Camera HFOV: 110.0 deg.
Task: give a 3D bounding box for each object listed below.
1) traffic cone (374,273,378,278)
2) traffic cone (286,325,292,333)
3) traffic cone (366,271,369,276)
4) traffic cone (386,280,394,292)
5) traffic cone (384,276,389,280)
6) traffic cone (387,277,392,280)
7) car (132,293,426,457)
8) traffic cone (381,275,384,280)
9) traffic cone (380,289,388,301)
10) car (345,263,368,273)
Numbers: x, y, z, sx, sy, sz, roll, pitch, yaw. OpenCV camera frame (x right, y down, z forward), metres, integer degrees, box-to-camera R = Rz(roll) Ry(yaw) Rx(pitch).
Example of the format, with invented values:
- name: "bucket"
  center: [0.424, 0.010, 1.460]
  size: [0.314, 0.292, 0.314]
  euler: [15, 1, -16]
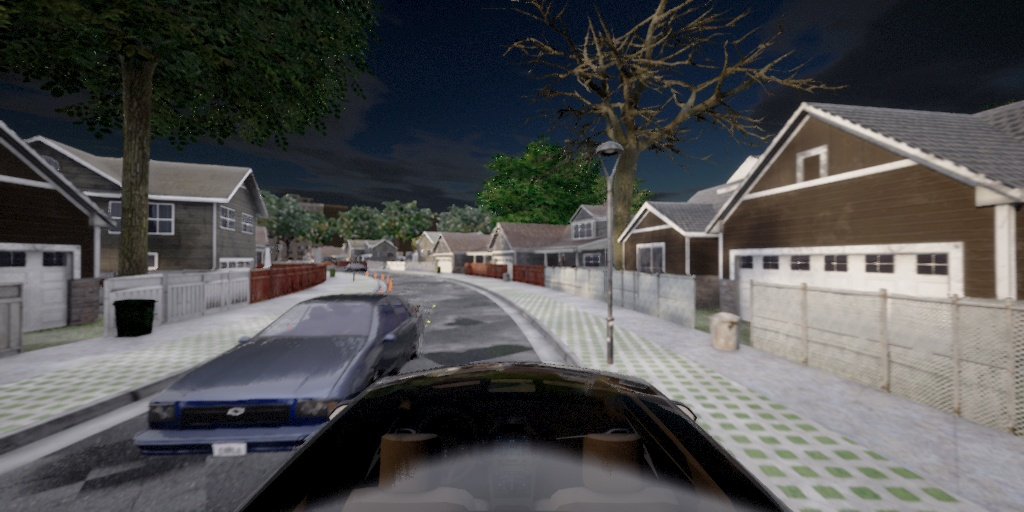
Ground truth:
- name: "traffic cone"
  center: [-15.053, 2.102, 39.636]
  size: [0.340, 0.580, 0.340]
  euler: [0, 0, -30]
- name: "traffic cone"
  center: [-4.724, 1.771, 7.599]
  size: [0.340, 0.580, 0.340]
  euler: [0, 0, -5]
- name: "traffic cone"
  center: [-17.625, 2.144, 43.742]
  size: [0.340, 0.580, 0.340]
  euler: [0, 0, -34]
- name: "traffic cone"
  center: [-7.438, 1.917, 21.862]
  size: [0.340, 0.580, 0.340]
  euler: [0, 0, -16]
- name: "traffic cone"
  center: [-10.695, 2.012, 30.985]
  size: [0.340, 0.580, 0.340]
  euler: [0, 0, -23]
- name: "traffic cone"
  center: [-8.925, 1.965, 26.474]
  size: [0.340, 0.580, 0.340]
  euler: [0, 0, -20]
- name: "car"
  center: [-2.662, 1.343, 5.813]
  size: [2.033, 1.411, 5.357]
  euler: [0, -1, -4]
- name: "traffic cone"
  center: [-12.739, 2.058, 35.377]
  size: [0.340, 0.580, 0.340]
  euler: [0, 0, -27]
- name: "traffic cone"
  center: [-6.240, 1.869, 17.167]
  size: [0.340, 0.580, 0.340]
  euler: [0, 0, -13]
- name: "car"
  center: [-23.392, 1.795, 53.788]
  size: [4.892, 1.490, 1.837]
  euler: [-1, -1, 44]
